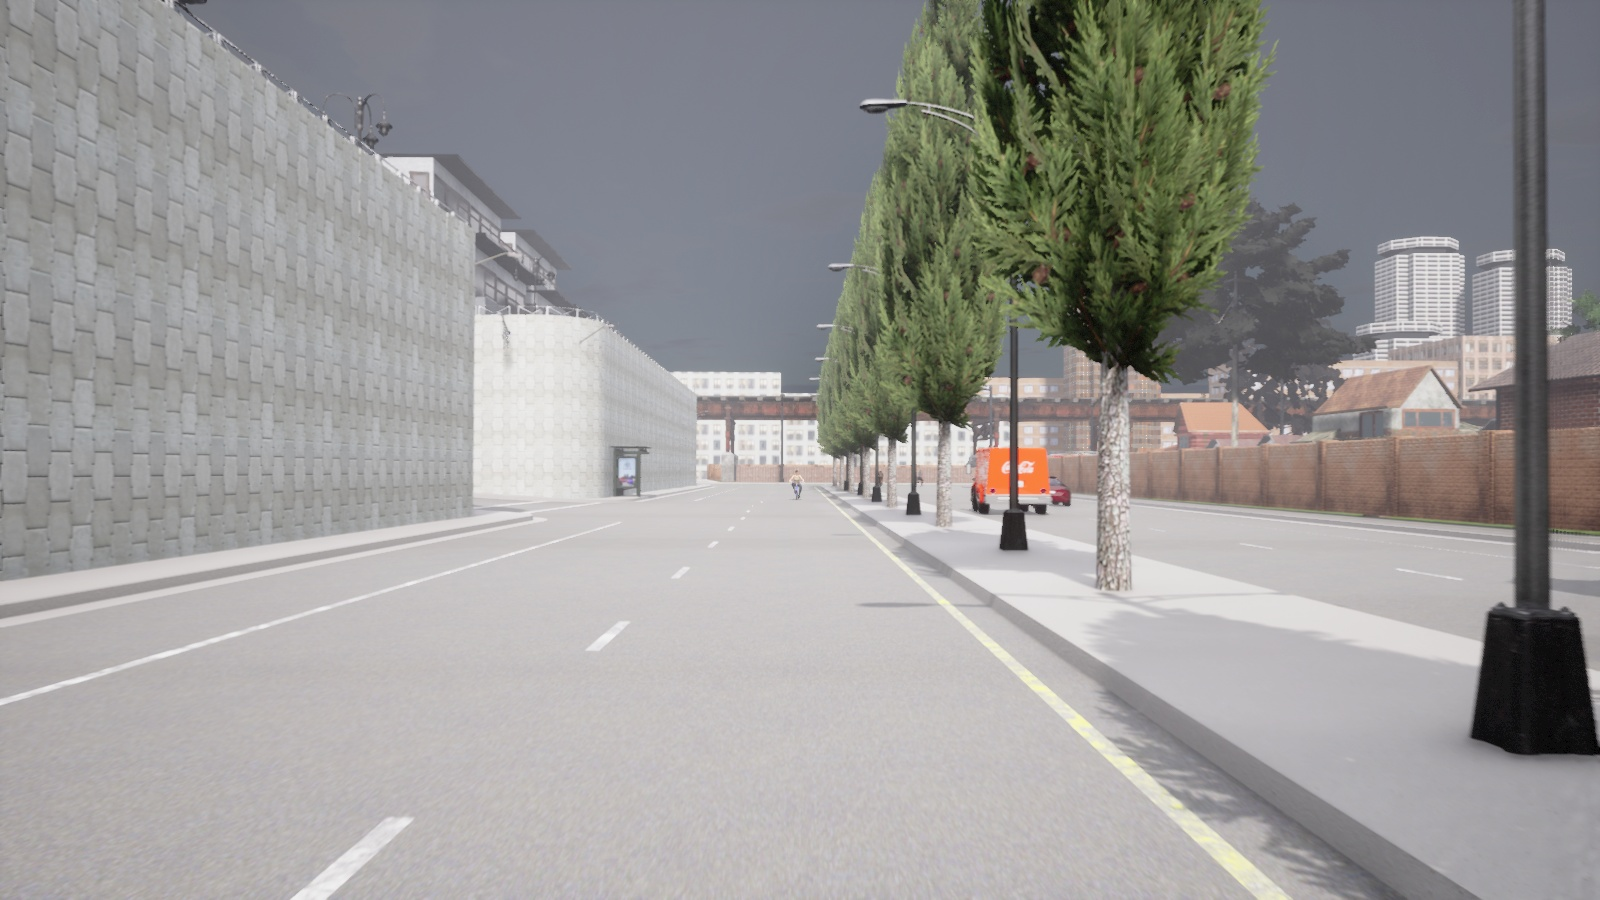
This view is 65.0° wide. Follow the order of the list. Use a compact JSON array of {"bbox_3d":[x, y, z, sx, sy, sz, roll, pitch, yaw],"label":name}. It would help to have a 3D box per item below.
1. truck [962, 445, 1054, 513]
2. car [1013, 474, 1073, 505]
[{"bbox_3d":[7.882,1.101,48.060,2.627,2.467,5.204,0,-1,0],"label":"truck"},{"bbox_3d":[11.358,1.819,58.884,1.994,1.385,4.181,0,-1,0],"label":"car"}]
